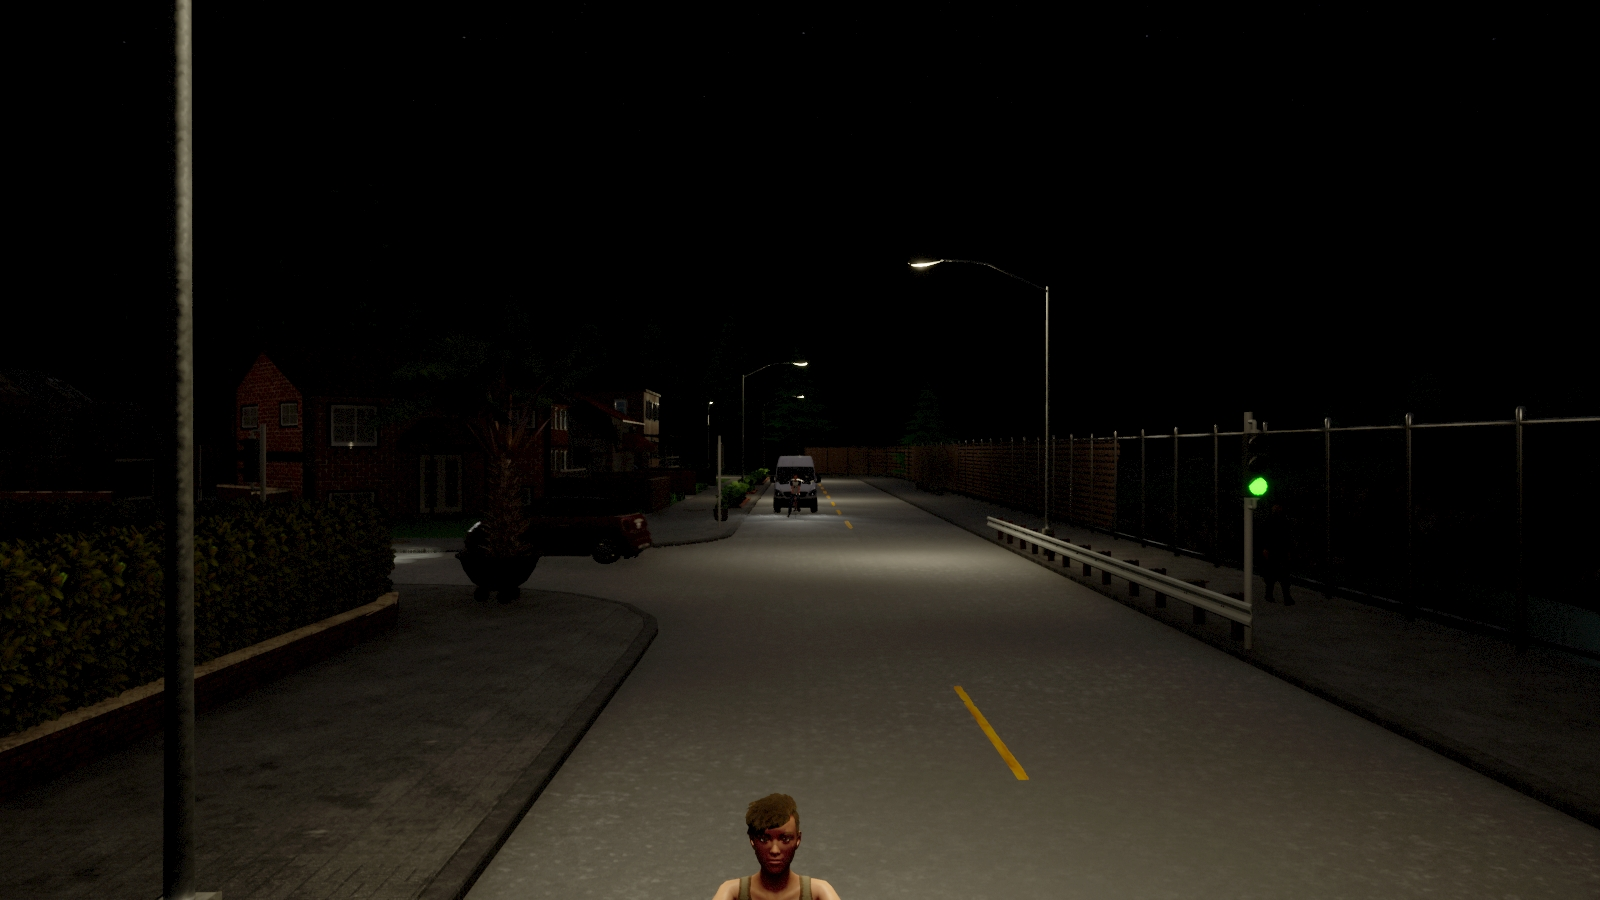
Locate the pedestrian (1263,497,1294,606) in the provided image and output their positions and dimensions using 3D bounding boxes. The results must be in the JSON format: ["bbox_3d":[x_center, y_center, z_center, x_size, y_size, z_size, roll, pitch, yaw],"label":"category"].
[{"bbox_3d":[8.332,1.752,19.895,0.375,1.860,0.375,0,0,1],"label":"pedestrian"}]

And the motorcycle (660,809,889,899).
[{"bbox_3d":[-0.084,2.157,3.590,0.764,1.307,2.356,0,0,-1],"label":"motorcycle"}]

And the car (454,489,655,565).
[{"bbox_3d":[-6.202,1.916,29.154,4.553,1.767,2.097,0,0,8],"label":"car"}]
